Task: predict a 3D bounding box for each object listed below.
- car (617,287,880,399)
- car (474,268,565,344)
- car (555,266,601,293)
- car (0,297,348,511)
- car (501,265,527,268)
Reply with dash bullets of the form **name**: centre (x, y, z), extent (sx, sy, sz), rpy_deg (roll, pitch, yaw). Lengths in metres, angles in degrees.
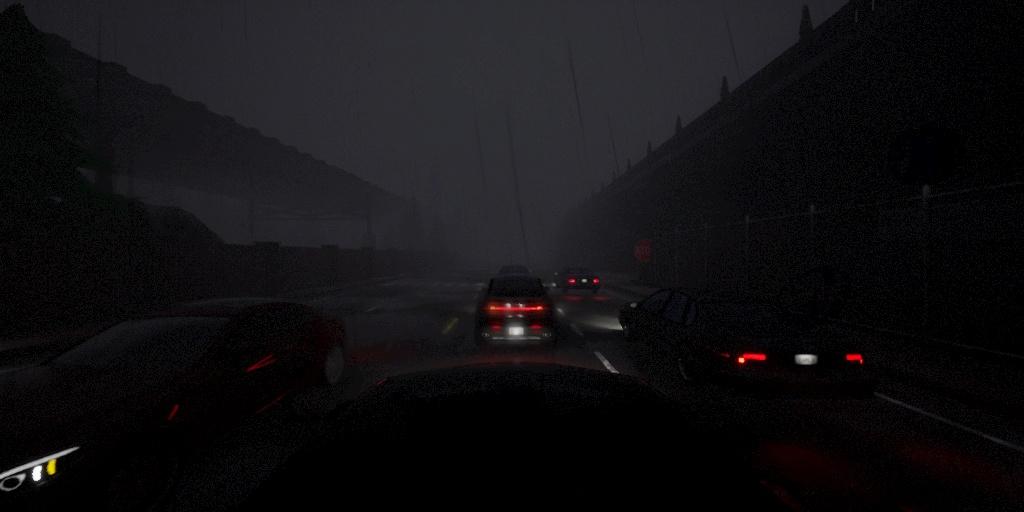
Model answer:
- **car**: centre (3.587, 1.293, 6.826), extent (2.033, 1.411, 5.357), rpy_deg (0, 0, 1)
- **car**: centre (0.097, 1.248, 9.569), extent (1.837, 1.490, 4.892), rpy_deg (0, 0, 0)
- **car**: centre (3.603, 1.281, 20.372), extent (2.033, 1.411, 5.357), rpy_deg (0, 0, 0)
- **car**: centre (-3.585, 1.273, 4.161), extent (1.812, 1.442, 4.674), rpy_deg (0, 0, 0)
- **car**: centre (0.103, 1.212, 19.869), extent (1.882, 1.535, 5.008), rpy_deg (0, 0, 0)
